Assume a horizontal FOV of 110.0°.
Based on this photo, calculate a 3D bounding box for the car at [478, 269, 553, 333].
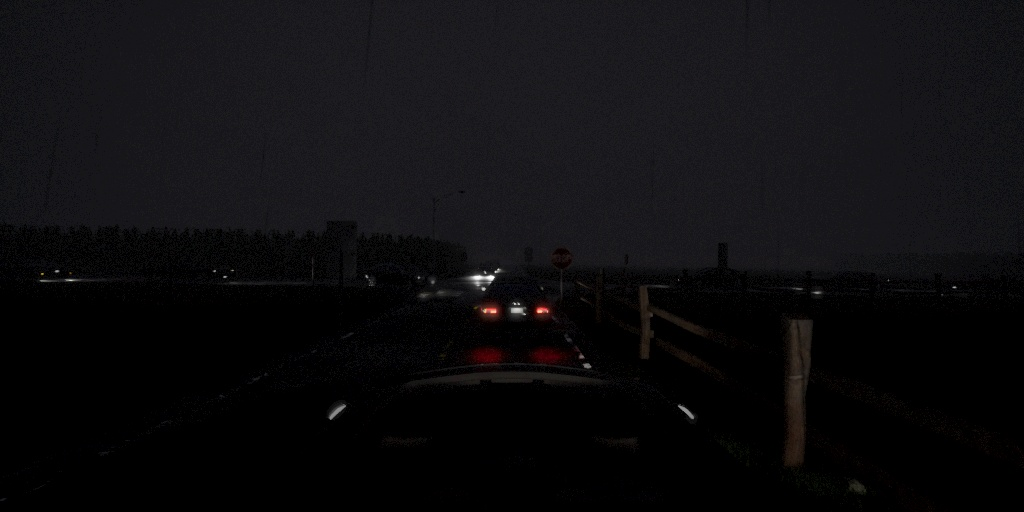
[{"bbox_3d":[0.047,1.299,10.723,2.033,1.411,5.357,0,0,-1],"label":"car"}]

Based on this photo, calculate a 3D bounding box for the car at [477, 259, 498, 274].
[{"bbox_3d":[-2.919,1.357,40.514,1.895,1.301,4.718,0,0,0],"label":"car"}]

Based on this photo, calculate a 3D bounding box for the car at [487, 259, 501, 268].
[{"bbox_3d":[-2.942,1.250,60.488,2.128,1.511,4.902,0,0,0],"label":"car"}]

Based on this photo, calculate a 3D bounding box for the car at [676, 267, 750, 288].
[{"bbox_3d":[14.613,1.559,26.222,4.892,1.490,1.837,1,-1,0],"label":"car"}]

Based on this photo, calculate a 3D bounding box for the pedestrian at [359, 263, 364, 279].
[{"bbox_3d":[-12.223,1.170,29.119,0.375,1.300,0.375,0,-2,0],"label":"pedestrian"}]

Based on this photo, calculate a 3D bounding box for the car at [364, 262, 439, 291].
[{"bbox_3d":[-6.508,1.141,21.075,4.902,1.511,2.128,1,1,29],"label":"car"}]

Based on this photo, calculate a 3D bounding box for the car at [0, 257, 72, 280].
[{"bbox_3d":[-31.251,0.775,23.055,4.181,1.385,1.994,1,-1,0],"label":"car"}]

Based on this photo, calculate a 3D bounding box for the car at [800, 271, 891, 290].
[{"bbox_3d":[24.392,1.777,26.272,5.357,1.411,2.033,1,-1,0],"label":"car"}]

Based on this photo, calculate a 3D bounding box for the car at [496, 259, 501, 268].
[{"bbox_3d":[-2.937,1.305,50.359,2.033,1.411,5.357,0,0,0],"label":"car"}]

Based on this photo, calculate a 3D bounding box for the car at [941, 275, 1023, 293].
[{"bbox_3d":[34.657,2.015,26.311,4.718,1.301,1.895,1,-1,0],"label":"car"}]

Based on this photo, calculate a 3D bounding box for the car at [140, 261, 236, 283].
[{"bbox_3d":[-20.699,0.999,23.102,4.718,1.301,1.895,1,-1,0],"label":"car"}]
